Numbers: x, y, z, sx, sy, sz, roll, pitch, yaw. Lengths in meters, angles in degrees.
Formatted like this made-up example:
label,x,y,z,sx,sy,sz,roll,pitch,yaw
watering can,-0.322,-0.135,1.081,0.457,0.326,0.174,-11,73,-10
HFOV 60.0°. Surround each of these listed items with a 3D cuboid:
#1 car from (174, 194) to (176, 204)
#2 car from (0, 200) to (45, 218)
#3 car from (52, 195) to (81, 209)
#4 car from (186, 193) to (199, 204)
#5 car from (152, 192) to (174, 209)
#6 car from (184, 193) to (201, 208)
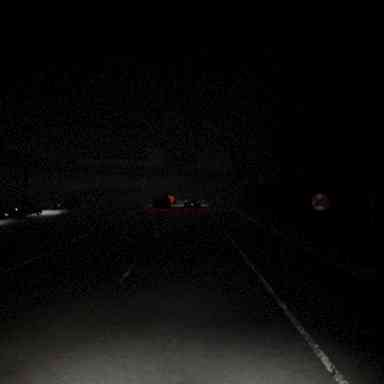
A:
label,x,y,z,sx,sy,sz,roll,pitch,yaw
car,-3.461,0.754,48.759,2.097,1.767,4.553,0,1,0
car,-14.001,1.360,27.349,1.895,1.301,4.718,0,1,1
car,-14.014,1.088,37.484,2.128,1.511,4.902,0,1,1
car,0.040,0.918,49.275,1.812,1.442,4.674,0,1,0
car,-3.471,1.055,38.326,1.882,1.535,5.008,0,1,0
car,0.030,1.091,38.918,1.812,1.442,4.674,0,1,0
